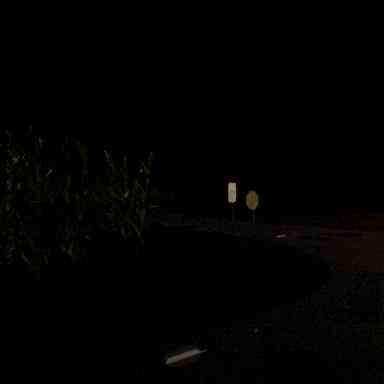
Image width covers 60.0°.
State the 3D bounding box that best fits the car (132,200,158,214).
[{"bbox_3d":[-5.697,1.592,36.636,2.033,1.411,5.357,-1,0,-35],"label":"car"}]
